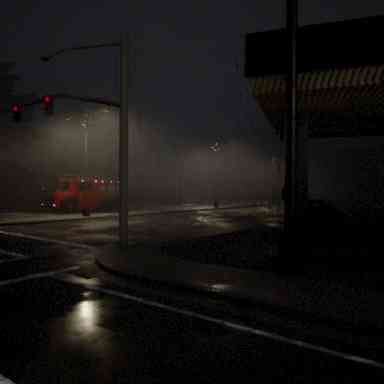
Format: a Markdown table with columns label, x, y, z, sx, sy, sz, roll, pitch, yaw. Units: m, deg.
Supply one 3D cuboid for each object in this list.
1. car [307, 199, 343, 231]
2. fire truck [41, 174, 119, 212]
| label | x | y | z | sx | sy | sz | roll | pitch | yaw |
| --- | --- | --- | --- | --- | --- | --- | --- | --- | --- |
| car | 7.200 | 1.253 | 19.335 | 2.242 | 1.667 | 4.611 | 1 | 0 | 37 |
| fire truck | -11.482 | 0.098 | 35.637 | 2.891 | 3.827 | 8.468 | 1 | 0 | 36 |
